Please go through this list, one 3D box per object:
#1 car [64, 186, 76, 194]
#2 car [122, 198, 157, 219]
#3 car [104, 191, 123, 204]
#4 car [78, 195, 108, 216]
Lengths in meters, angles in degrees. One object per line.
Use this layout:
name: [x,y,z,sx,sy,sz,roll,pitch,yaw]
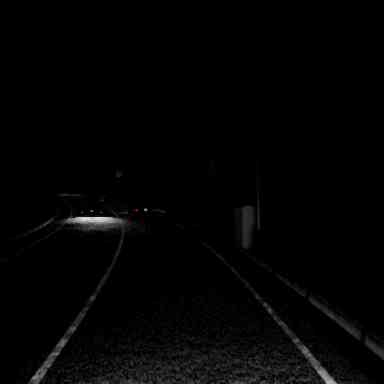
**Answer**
car: [-23.680,-0.422,64.536,1.837,1.490,4.892,1,2,-24]
car: [-4.006,1.272,26.088,2.033,1.411,5.357,1,1,-16]
car: [-9.859,0.675,41.738,2.128,1.511,4.902,1,2,-23]
car: [-8.179,1.174,27.018,1.994,1.385,4.181,1,1,-18]
